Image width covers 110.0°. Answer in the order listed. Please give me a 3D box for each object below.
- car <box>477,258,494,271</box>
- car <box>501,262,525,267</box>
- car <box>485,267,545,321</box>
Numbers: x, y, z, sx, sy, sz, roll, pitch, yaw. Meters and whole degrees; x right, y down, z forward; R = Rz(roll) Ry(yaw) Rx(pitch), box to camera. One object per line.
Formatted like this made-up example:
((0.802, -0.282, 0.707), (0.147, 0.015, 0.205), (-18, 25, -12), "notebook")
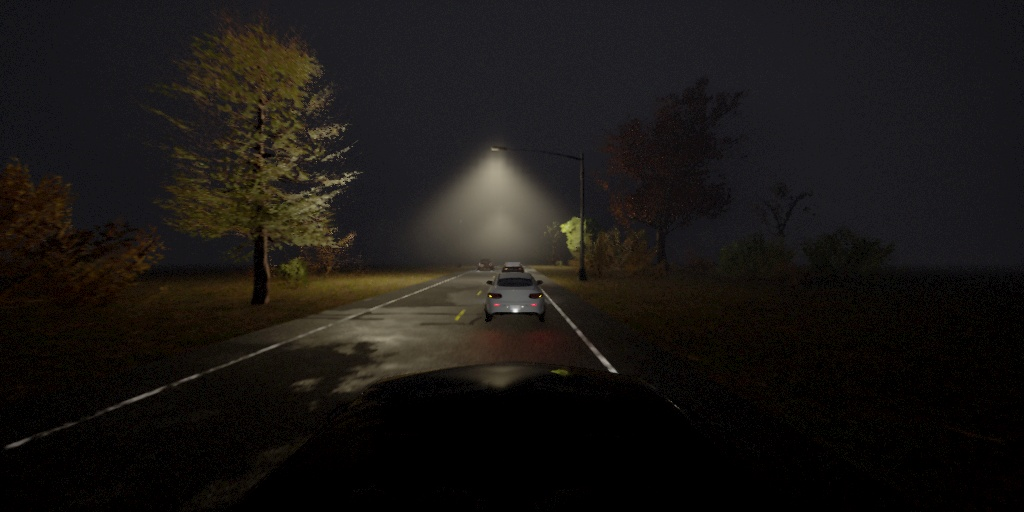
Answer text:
((-3.558, 1.085, 49.206), (2.097, 1.767, 4.553), (0, 0, 0), "car")
((0.093, 1.235, 30.209), (2.128, 1.511, 4.902), (0, 0, 0), "car")
((0.097, 1.274, 12.346), (1.812, 1.442, 4.674), (0, 0, 0), "car")
